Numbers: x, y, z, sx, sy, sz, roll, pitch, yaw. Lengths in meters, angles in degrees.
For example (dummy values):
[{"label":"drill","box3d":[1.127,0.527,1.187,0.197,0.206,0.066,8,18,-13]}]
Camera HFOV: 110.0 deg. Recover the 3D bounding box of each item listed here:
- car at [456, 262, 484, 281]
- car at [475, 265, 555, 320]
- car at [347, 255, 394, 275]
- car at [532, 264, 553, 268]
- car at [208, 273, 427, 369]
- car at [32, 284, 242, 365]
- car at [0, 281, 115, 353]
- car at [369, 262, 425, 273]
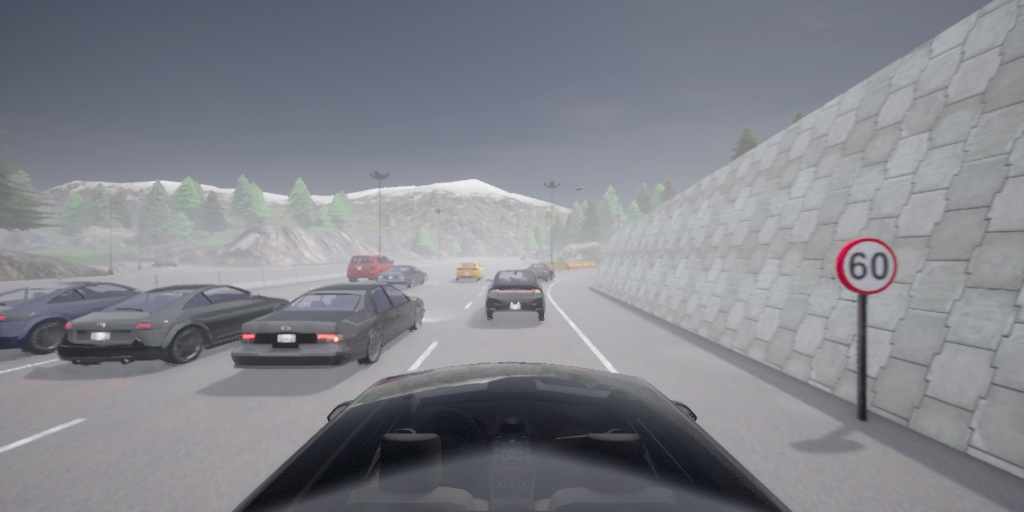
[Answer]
[{"label":"car","box3d":[-3.396,1.197,29.608,1.882,1.535,5.008,0,0,0]},{"label":"car","box3d":[0.121,1.229,12.592,2.128,1.511,4.902,0,0,1]},{"label":"car","box3d":[-10.396,0.945,27.103,2.150,2.045,5.566,0,0,0]},{"label":"car","box3d":[2.228,1.285,28.494,1.994,1.385,4.181,0,0,15]},{"label":"car","box3d":[-3.411,1.291,7.947,2.033,1.411,5.357,0,0,0]},{"label":"car","box3d":[-6.913,1.308,8.038,1.994,1.385,4.181,0,0,0]},{"label":"car","box3d":[-10.410,1.307,8.769,1.994,1.385,4.181,0,0,0]},{"label":"car","box3d":[-6.910,1.275,22.973,2.033,1.411,5.357,0,0,0]}]
